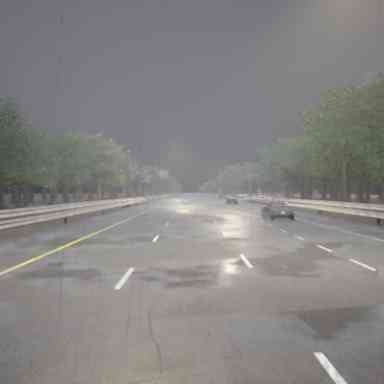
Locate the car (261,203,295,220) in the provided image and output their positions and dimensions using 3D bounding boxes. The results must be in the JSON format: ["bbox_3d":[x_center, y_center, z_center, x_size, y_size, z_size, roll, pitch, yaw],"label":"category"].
[{"bbox_3d":[7.020,1.557,27.590,1.994,1.385,4.181,0,0,0],"label":"car"}]

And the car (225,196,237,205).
[{"bbox_3d":[7.046,1.502,59.903,1.812,1.442,4.674,0,0,0],"label":"car"}]
